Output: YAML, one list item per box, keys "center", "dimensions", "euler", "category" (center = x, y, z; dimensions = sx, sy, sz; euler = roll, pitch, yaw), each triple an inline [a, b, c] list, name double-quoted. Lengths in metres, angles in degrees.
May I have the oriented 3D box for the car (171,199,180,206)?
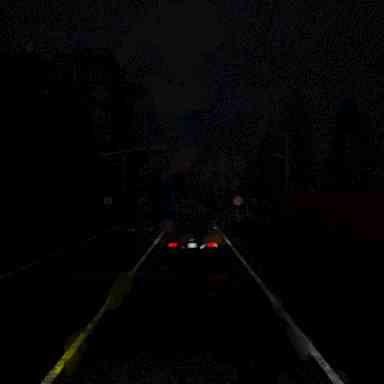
- center: [-3.447, 2.281, 71.564]
  dimensions: [2.033, 1.411, 5.357]
  euler: [0, -1, 0]
  category: "car"

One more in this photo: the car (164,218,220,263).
- center: [0.020, 1.678, 12.504]
  dimensions: [2.033, 1.411, 5.357]
  euler: [0, -1, 0]
  category: "car"
